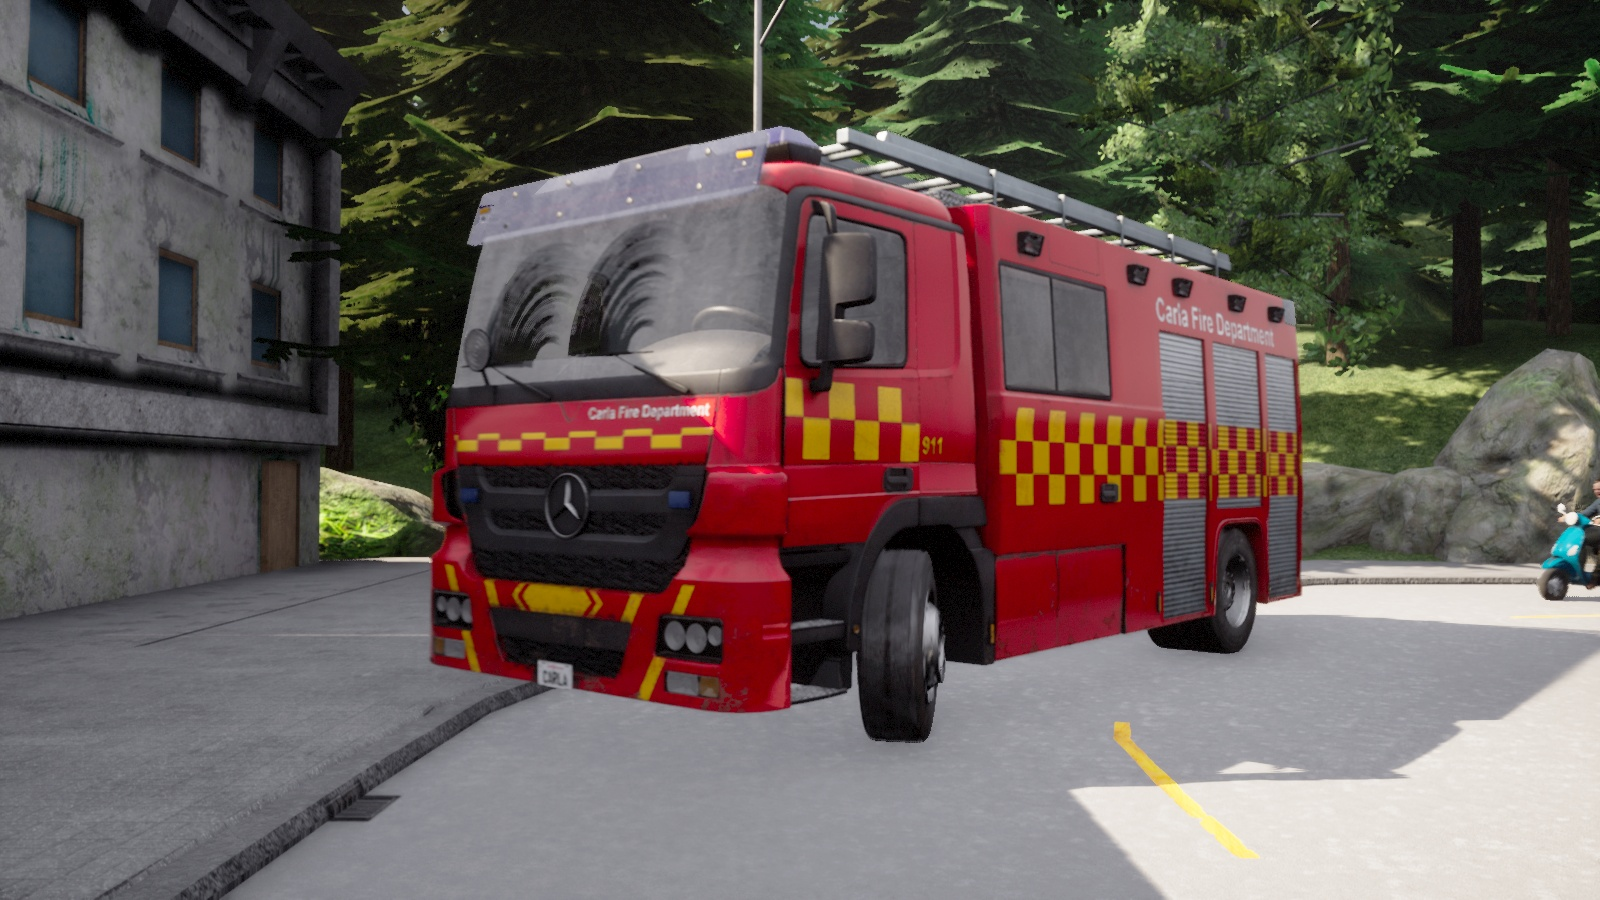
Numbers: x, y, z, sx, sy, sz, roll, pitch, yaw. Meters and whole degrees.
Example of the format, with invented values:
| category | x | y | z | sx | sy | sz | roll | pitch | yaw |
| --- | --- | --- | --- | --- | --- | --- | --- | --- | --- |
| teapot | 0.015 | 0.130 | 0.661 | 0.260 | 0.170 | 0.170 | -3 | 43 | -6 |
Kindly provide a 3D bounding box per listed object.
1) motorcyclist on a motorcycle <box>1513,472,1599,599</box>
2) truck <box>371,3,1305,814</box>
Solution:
| category | x | y | z | sx | sy | sz | roll | pitch | yaw |
| --- | --- | --- | --- | --- | --- | --- | --- | --- | --- |
| motorcyclist on a motorcycle | 10.415 | 1.081 | 16.349 | 1.817 | 1.590 | 0.866 | 0 | -1 | -8 |
| truck | 1.167 | -0.132 | 10.106 | 2.891 | 3.827 | 8.468 | -1 | -1 | 40 |
